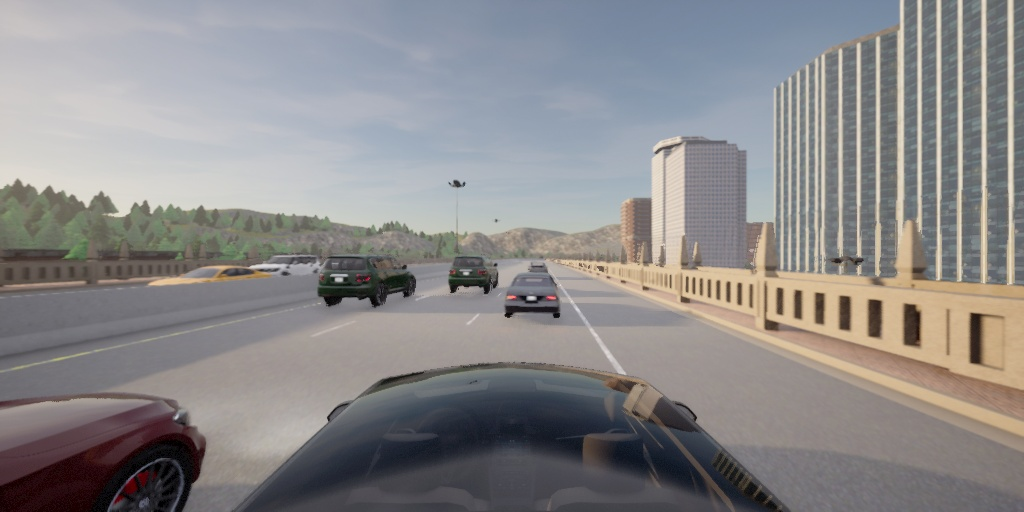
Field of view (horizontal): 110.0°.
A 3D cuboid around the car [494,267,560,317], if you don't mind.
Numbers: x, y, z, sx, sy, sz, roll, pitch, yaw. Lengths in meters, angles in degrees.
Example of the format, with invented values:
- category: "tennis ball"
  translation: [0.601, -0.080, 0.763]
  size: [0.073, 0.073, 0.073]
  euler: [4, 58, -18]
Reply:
- category: "car"
  translation: [0.777, 1.309, 13.171]
  size: [2.033, 1.411, 5.357]
  euler: [0, 0, 5]

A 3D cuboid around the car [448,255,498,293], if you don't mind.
- category: "car"
  translation: [-2.119, 0.981, 20.871]
  size: [2.150, 2.045, 5.566]
  euler: [0, 0, 4]

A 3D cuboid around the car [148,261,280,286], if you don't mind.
- category: "car"
  translation: [-13.231, 1.178, 16.089]
  size: [1.882, 1.535, 5.008]
  euler: [0, 0, 5]

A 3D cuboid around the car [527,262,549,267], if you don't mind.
- category: "car"
  translation: [2.455, 1.306, 34.324]
  size: [2.128, 1.511, 4.902]
  euler: [0, 0, 5]

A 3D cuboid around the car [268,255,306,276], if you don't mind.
- category: "car"
  translation: [-15.978, 0.926, 25.622]
  size: [2.150, 2.045, 5.566]
  euler: [0, 0, 5]

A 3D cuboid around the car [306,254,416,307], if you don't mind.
- category: "car"
  translation: [-6.037, 0.955, 15.615]
  size: [2.150, 2.045, 5.566]
  euler: [0, 0, 4]

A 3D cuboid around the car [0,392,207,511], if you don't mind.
- category: "car"
  translation: [-3.300, 1.260, 0.829]
  size: [1.812, 1.442, 4.674]
  euler: [0, 0, 0]
